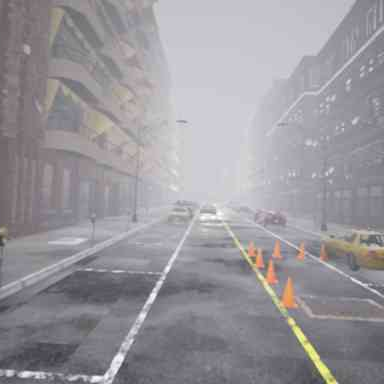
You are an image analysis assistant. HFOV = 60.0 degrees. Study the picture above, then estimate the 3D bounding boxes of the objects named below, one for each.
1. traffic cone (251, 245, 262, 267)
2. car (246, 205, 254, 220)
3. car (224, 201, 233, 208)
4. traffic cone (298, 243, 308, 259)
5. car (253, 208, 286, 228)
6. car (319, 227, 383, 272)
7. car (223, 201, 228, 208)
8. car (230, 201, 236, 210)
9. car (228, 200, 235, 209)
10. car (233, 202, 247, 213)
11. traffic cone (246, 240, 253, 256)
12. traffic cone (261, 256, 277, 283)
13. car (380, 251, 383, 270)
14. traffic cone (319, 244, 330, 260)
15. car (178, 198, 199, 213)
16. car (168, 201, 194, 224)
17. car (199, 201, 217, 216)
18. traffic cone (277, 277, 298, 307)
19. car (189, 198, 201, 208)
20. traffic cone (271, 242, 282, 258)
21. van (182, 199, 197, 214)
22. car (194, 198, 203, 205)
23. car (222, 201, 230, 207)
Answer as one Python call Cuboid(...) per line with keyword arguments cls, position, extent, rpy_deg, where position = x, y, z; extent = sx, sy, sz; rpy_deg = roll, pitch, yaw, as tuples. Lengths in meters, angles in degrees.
Cuboid(cls="traffic cone", position=(2.269, 2.192, 11.193), extent=(0.340, 0.580, 0.340), rpy_deg=(2, -1, 3))
Cuboid(cls="car", position=(7.031, 2.293, 33.998), extent=(2.008, 1.369, 4.403), rpy_deg=(4, -1, 3))
Cuboid(cls="car", position=(9.163, 3.023, 83.726), extent=(1.967, 1.590, 4.097), rpy_deg=(4, -1, 3))
Cuboid(cls="traffic cone", position=(4.352, 2.305, 13.103), extent=(0.340, 0.580, 0.340), rpy_deg=(2, -1, 3))
Cuboid(cls="car", position=(6.791, 2.202, 28.472), extent=(1.887, 1.381, 4.507), rpy_deg=(4, -1, 3))
Cuboid(cls="car", position=(6.079, 1.935, 12.069), extent=(1.752, 1.417, 4.829), rpy_deg=(4, -1, 3))
Cuboid(cls="car", position=(8.693, 2.700, 72.676), extent=(2.192, 1.841, 5.009), rpy_deg=(4, -1, 3))
Cuboid(cls="car", position=(7.992, 2.646, 56.096), extent=(1.887, 1.381, 4.507), rpy_deg=(4, -1, 3))
Cuboid(cls="car", position=(8.246, 2.636, 61.623), extent=(1.967, 1.590, 4.097), rpy_deg=(4, -1, 3))
Cuboid(cls="car", position=(7.752, 2.553, 50.572), extent=(1.887, 1.381, 4.507), rpy_deg=(4, -1, 3))
Cuboid(cls="traffic cone", position=(2.356, 2.221, 13.190), extent=(0.340, 0.580, 0.340), rpy_deg=(2, -1, 3))
Cuboid(cls="traffic cone", position=(2.182, 2.163, 9.195), extent=(0.340, 0.580, 0.340), rpy_deg=(2, -1, 3))
Cuboid(cls="car", position=(5.829, 1.873, 6.373), extent=(1.887, 1.381, 4.507), rpy_deg=(4, -1, 3))
Cuboid(cls="traffic cone", position=(5.169, 2.322, 13.068), extent=(0.340, 0.580, 0.340), rpy_deg=(-4, -1, 4))
Cuboid(cls="car", position=(-0.815, 1.728, 34.411), extent=(2.192, 1.841, 5.009), rpy_deg=(4, -1, 3))
Cuboid(cls="car", position=(-1.078, 1.850, 28.713), extent=(1.752, 1.417, 4.829), rpy_deg=(4, -1, 3))
Cuboid(cls="car", position=(2.011, 2.192, 41.231), extent=(1.994, 1.385, 4.181), rpy_deg=(2, -1, 3))
Cuboid(cls="traffic cone", position=(2.095, 2.134, 7.197), extent=(0.340, 0.580, 0.340), rpy_deg=(2, -1, 3))
Cuboid(cls="car", position=(0.624, 2.275, 67.556), extent=(2.192, 1.841, 5.009), rpy_deg=(4, -1, 3))
Cuboid(cls="traffic cone", position=(3.354, 2.263, 13.146), extent=(0.340, 0.580, 0.340), rpy_deg=(2, -1, 3))
Cuboid(cls="van", position=(-0.337, 1.928, 45.457), extent=(1.690, 1.788, 3.998), rpy_deg=(4, -1, 3))
Cuboid(cls="car", position=(1.821, 2.775, 95.179), extent=(2.192, 1.841, 5.009), rpy_deg=(4, -1, 3))
Cuboid(cls="car", position=(9.633, 3.370, 94.774), extent=(1.802, 1.307, 4.206), rpy_deg=(4, -1, 3))
